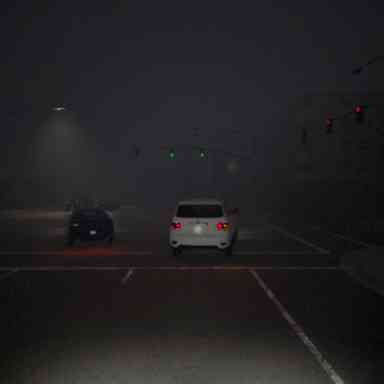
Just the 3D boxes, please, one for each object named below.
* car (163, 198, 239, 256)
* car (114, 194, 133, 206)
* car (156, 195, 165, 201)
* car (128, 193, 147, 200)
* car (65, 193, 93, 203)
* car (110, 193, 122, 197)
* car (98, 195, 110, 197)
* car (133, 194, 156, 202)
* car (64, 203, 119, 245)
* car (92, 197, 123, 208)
[{"bbox_3d":[0.657,1.263,13.523,2.150,2.045,5.566,0,0,10],"label":"car"},{"bbox_3d":[-10.881,1.443,52.806,2.033,1.411,5.357,0,0,-12],"label":"car"},{"bbox_3d":[-7.766,1.386,73.300,1.895,1.301,4.718,0,0,-32],"label":"car"},{"bbox_3d":[-13.204,1.132,80.428,2.128,1.511,4.902,0,0,-45],"label":"car"},{"bbox_3d":[-13.459,1.185,40.129,2.150,2.045,5.566,0,0,-1],"label":"car"},{"bbox_3d":[-16.457,1.273,67.409,1.812,1.442,4.674,0,0,-32],"label":"car"},{"bbox_3d":[-14.580,1.422,53.350,1.812,1.442,4.674,0,0,-13],"label":"car"},{"bbox_3d":[-10.402,1.345,70.934,2.033,1.411,5.357,0,0,-32],"label":"car"},{"bbox_3d":[-5.063,1.517,16.107,1.882,1.535,5.008,1,0,-22],"label":"car"},{"bbox_3d":[-9.963,1.565,39.639,1.895,1.301,4.718,0,0,0],"label":"car"}]
